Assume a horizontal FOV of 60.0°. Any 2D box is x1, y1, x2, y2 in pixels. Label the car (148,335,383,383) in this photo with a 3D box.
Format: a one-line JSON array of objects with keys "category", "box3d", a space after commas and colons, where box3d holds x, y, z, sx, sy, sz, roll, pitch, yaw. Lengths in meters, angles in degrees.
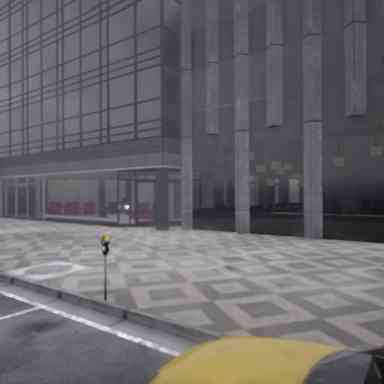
[{"category": "car", "box3d": [1.707, 1.523, 1.862, 4.829, 1.417, 1.752, 0, 0, 36]}]
